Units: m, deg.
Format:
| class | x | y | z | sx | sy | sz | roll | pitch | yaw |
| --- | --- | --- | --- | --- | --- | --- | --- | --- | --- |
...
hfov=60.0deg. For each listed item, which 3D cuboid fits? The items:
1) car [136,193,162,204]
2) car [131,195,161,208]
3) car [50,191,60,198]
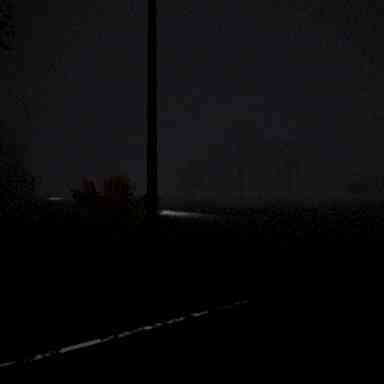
| class | x | y | z | sx | sy | sz | roll | pitch | yaw |
| --- | --- | --- | --- | --- | --- | --- | --- | --- | --- |
| car | -6.560 | 0.961 | 50.776 | 1.837 | 1.490 | 4.892 | -1 | 1 | -35 |
| car | -5.037 | 1.172 | 36.469 | 2.128 | 1.511 | 4.902 | -1 | 1 | -35 |
| car | -31.103 | 0.637 | 75.212 | 2.128 | 1.511 | 4.902 | -1 | 1 | -29 |
